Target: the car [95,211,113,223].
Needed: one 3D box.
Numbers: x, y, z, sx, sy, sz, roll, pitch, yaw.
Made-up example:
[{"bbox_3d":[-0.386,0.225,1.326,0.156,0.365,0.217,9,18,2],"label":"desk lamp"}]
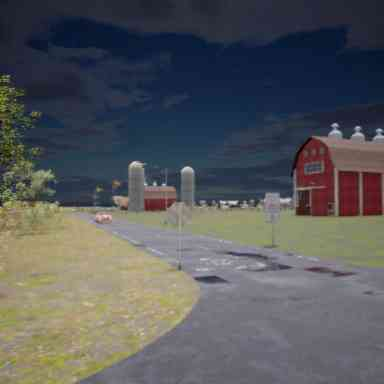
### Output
[{"bbox_3d":[-13.162,3.698,49.600,2.097,1.767,4.553,1,-3,-21],"label":"car"}]
